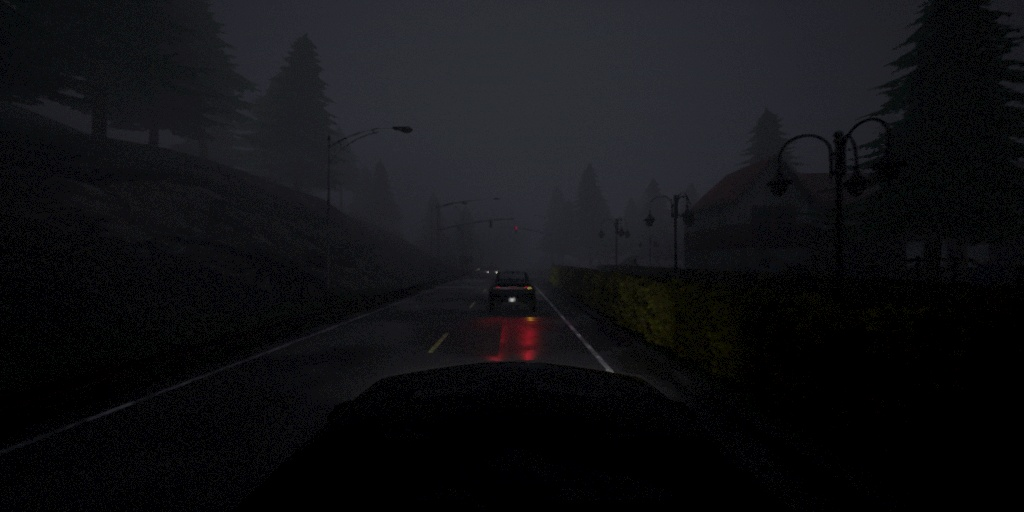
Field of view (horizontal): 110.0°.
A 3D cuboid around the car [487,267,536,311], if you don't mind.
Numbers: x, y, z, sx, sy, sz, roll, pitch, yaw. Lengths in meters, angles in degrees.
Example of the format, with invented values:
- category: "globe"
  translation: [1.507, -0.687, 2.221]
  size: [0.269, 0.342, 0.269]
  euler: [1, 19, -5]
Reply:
- category: "car"
  translation: [0.019, 1.393, 15.334]
  size: [2.128, 1.511, 4.902]
  euler: [0, 0, 0]

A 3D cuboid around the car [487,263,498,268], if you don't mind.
- category: "car"
  translation: [-3.519, 1.930, 65.329]
  size: [1.882, 1.535, 5.008]
  euler: [0, -1, 0]
